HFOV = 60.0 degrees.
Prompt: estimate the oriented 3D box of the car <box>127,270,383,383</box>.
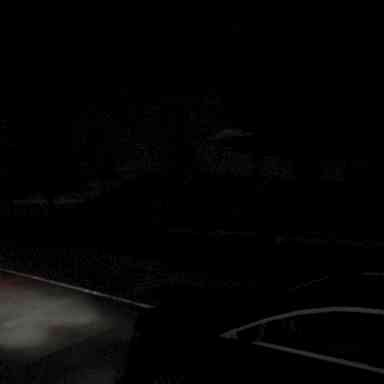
[{"bbox_3d":[1.543,1.494,2.901,4.902,1.511,2.128,0,0,35],"label":"car"}]
